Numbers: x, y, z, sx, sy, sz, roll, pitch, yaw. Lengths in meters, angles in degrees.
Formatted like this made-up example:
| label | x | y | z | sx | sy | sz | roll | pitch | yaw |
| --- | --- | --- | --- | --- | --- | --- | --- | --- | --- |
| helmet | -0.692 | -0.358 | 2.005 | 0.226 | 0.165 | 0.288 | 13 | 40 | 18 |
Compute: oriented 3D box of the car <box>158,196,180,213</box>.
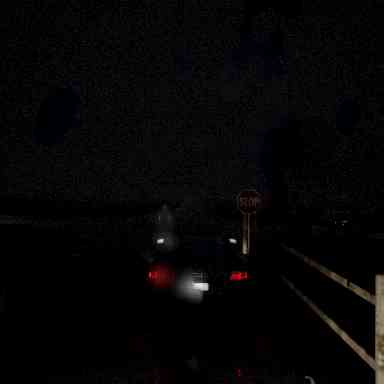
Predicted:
| label | x | y | z | sx | sy | sz | roll | pitch | yaw |
| --- | --- | --- | --- | --- | --- | --- | --- | --- | --- |
| car | -2.766 | 1.518 | 37.463 | 2.128 | 1.511 | 4.902 | 0 | 0 | 0 |

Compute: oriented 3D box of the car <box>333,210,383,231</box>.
| label | x | y | z | sx | sy | sz | roll | pitch | yaw |
| --- | --- | --- | --- | --- | --- | --- | --- | --- | --- |
| car | 12.641 | 2.058 | 23.786 | 4.892 | 1.490 | 1.837 | 2 | 0 | -2 |

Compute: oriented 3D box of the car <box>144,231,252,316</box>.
| label | x | y | z | sx | sy | sz | roll | pitch | yaw |
| --- | --- | --- | --- | --- | --- | --- | --- | --- | --- |
| car | 0.111 | 1.567 | 7.613 | 1.994 | 1.385 | 4.181 | 0 | 0 | 0 |

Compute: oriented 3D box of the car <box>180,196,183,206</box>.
| label | x | y | z | sx | sy | sz | roll | pitch | yaw |
| --- | --- | --- | --- | --- | --- | --- | --- | --- | --- |
| car | -2.739 | 1.600 | 47.458 | 1.994 | 1.385 | 4.181 | 0 | 0 | 0 |

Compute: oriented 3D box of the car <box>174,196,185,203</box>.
| label | x | y | z | sx | sy | sz | roll | pitch | yaw |
| --- | --- | --- | --- | --- | --- | --- | --- | --- | --- |
| car | -2.601 | 1.534 | 70.358 | 2.033 | 1.411 | 5.357 | 0 | 0 | 0 |
